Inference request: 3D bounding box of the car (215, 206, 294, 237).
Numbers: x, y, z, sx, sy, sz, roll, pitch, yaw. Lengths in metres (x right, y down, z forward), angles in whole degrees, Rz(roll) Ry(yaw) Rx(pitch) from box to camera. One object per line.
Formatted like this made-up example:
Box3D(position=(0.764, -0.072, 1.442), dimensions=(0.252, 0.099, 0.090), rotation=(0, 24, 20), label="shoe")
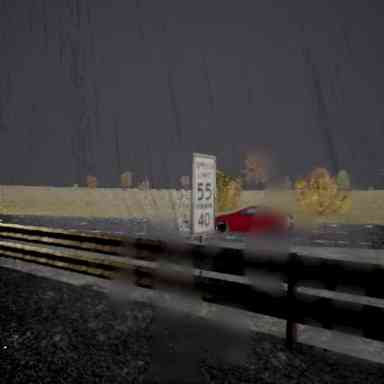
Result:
Box3D(position=(2.982, 1.409, 16.826), dimensions=(4.181, 1.385, 1.994), rotation=(0, 0, 20), label="car")
